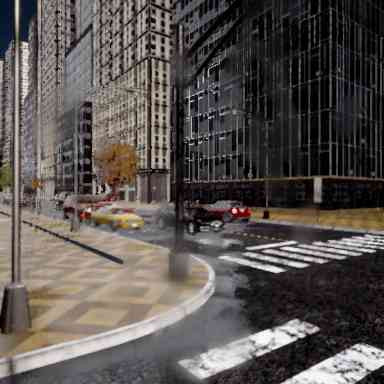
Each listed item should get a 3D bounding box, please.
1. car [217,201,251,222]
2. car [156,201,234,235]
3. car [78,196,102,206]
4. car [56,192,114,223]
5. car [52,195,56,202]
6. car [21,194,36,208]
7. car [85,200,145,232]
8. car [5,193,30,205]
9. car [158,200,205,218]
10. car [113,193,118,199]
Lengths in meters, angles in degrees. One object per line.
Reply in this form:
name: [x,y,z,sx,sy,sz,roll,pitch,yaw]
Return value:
car: [2.382,1.349,24.858,1.967,1.590,4.097,1,0,-36]
car: [-0.197,1.417,18.372,1.837,1.490,4.892,0,0,-36]
car: [-14.675,1.256,47.747,1.752,1.417,4.829,1,0,-36]
car: [-7.917,1.166,24.314,2.192,1.841,5.009,1,0,-36]
car: [-12.790,1.008,35.461,2.150,2.045,5.566,0,0,-36]
car: [-21.320,1.252,42.638,1.887,1.381,4.507,1,0,-36]
car: [-4.470,1.410,19.591,1.752,1.417,4.829,1,0,-36]
car: [-24.690,1.220,47.204,2.008,1.369,4.403,1,0,-36]
car: [-1.016,1.426,29.408,2.008,1.369,4.403,1,0,-36]
car: [-11.202,1.084,43.045,2.192,1.841,5.009,1,0,-36]
